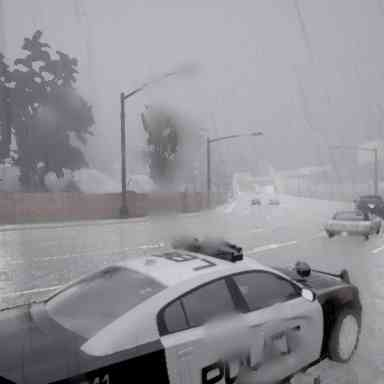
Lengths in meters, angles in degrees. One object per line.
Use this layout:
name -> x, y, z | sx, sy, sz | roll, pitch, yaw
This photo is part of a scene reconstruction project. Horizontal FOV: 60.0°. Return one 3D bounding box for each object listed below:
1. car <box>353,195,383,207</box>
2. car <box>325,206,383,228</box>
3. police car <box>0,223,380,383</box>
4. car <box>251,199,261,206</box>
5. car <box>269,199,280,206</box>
car -> 15.915, 1.310, 29.935 | 2.150, 2.045, 5.566 | -1, 0, 23
car -> 8.443, 1.637, 17.197 | 1.895, 1.301, 4.718 | 0, 0, 38
police car -> 0.290, 1.426, 4.131 | 5.238, 1.638, 1.930 | 0, 0, -39
car -> 12.624, 2.014, 65.545 | 2.033, 1.411, 5.357 | -1, -1, 9
car -> 16.080, 2.022, 65.004 | 1.895, 1.301, 4.718 | -1, -1, 9
